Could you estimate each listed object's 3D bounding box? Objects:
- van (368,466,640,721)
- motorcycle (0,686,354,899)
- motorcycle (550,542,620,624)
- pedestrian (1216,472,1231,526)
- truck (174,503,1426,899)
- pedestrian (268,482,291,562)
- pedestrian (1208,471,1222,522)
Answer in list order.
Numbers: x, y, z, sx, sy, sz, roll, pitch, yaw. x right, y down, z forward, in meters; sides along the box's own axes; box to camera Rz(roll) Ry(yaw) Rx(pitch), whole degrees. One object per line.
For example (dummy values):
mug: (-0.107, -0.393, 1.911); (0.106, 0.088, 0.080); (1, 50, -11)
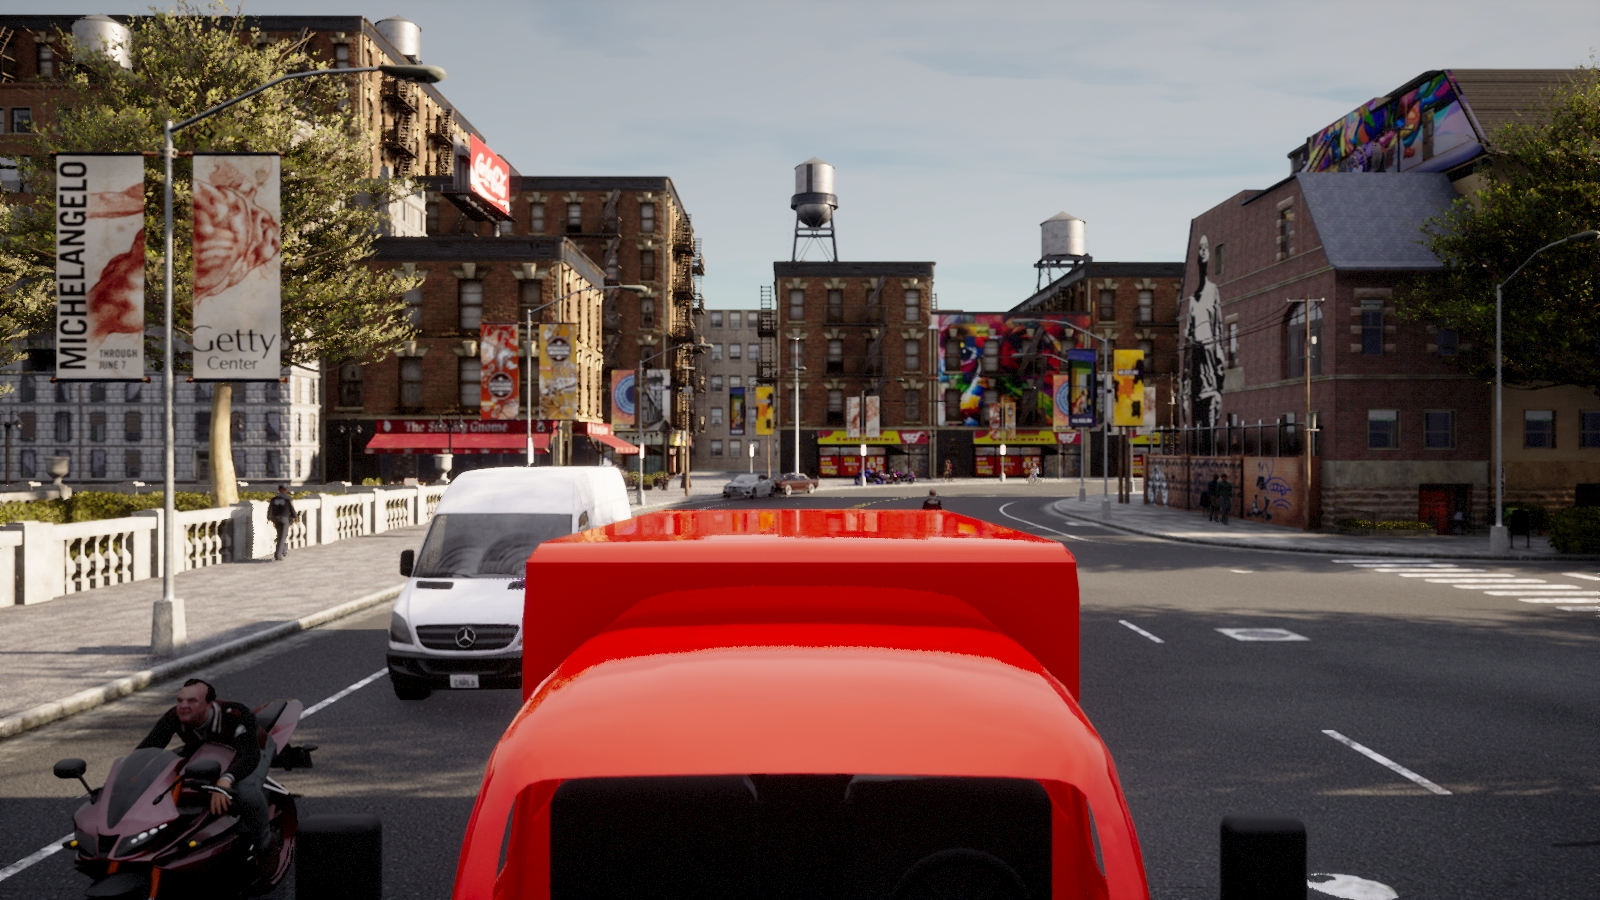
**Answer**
van: (-3.487, 1.527, 14.815); (1.988, 2.561, 5.915); (0, 0, 0)
motorcycle: (-3.421, 2.201, 6.523); (0.867, 1.251, 2.209); (0, 0, 1)
motorcycle: (-3.591, 2.204, 19.246); (0.803, 1.145, 2.033); (0, 0, 0)
pedestrian: (14.638, 1.679, 39.462); (0.375, 1.860, 0.375); (0, 0, -1)
truck: (0.002, 1.571, 4.995); (2.627, 2.467, 5.204); (0, 0, 0)
pedestrian: (-12.221, 1.684, 26.846); (0.375, 1.860, 0.375); (0, 0, -1)
pedestrian: (15.054, 1.678, 41.414); (0.375, 1.860, 0.375); (0, 0, 0)
